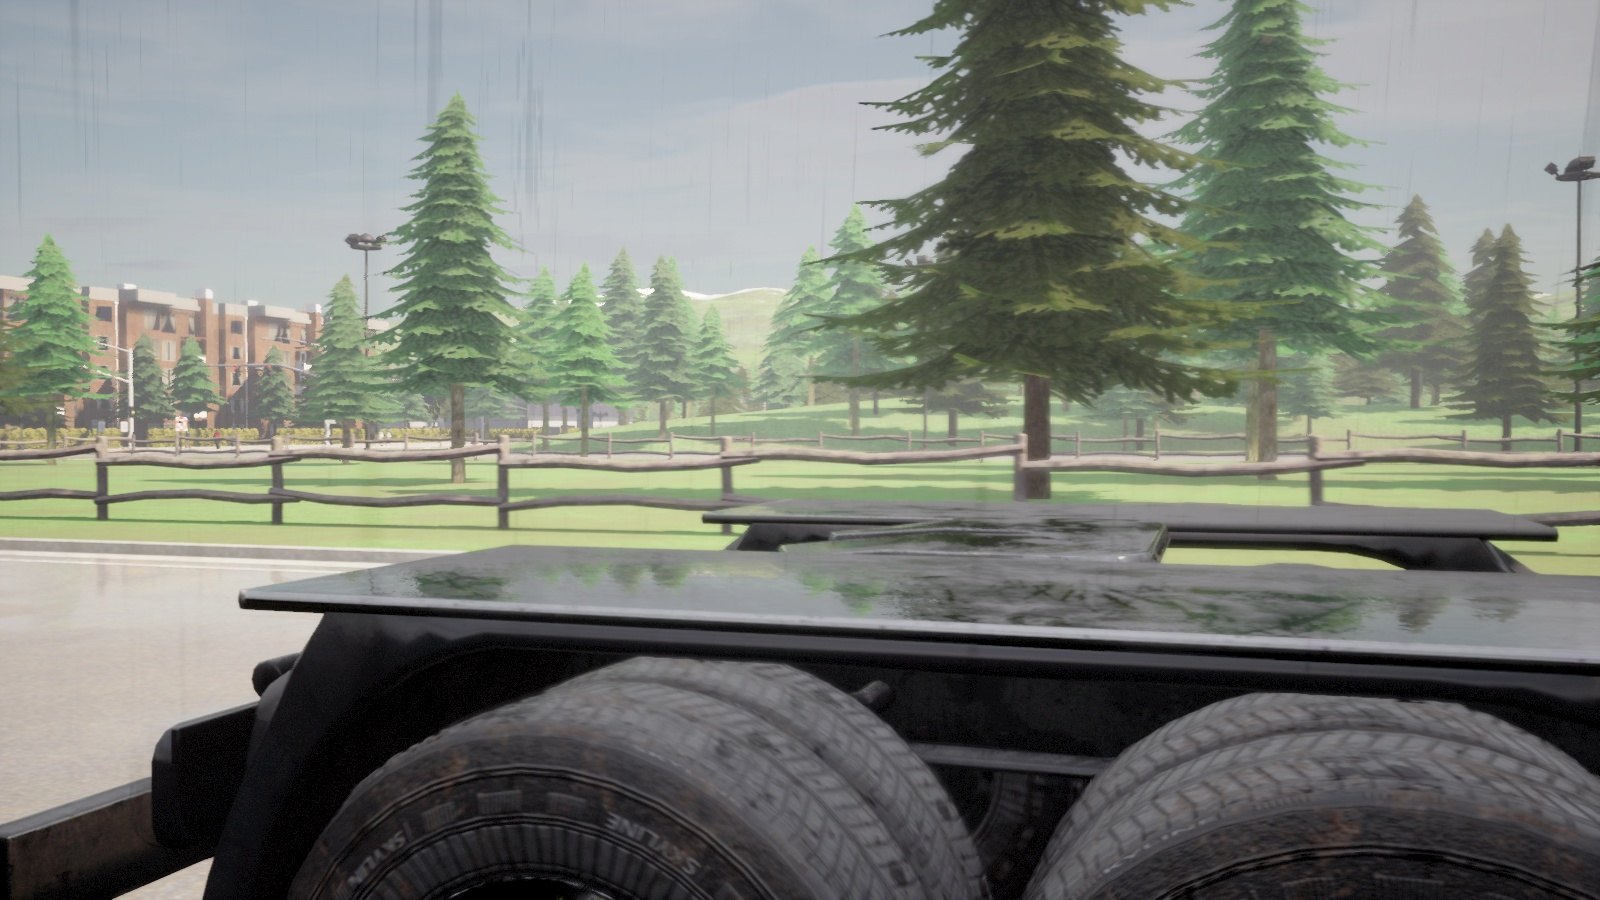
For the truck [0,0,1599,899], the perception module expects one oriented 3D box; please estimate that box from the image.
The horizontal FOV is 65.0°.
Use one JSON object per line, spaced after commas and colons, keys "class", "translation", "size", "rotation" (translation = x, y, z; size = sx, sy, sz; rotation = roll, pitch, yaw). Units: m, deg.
{"class": "truck", "translation": [2.597, -0.182, 2.304], "size": [7.936, 3.462, 2.891], "rotation": [1, 1, 18]}
